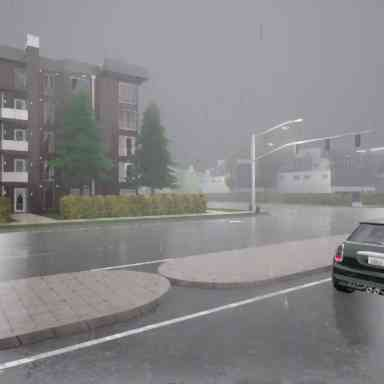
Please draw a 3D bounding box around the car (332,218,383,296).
[{"bbox_3d":[5.272,1.352,7.629,4.553,1.767,2.097,0,0,-35],"label":"car"}]
